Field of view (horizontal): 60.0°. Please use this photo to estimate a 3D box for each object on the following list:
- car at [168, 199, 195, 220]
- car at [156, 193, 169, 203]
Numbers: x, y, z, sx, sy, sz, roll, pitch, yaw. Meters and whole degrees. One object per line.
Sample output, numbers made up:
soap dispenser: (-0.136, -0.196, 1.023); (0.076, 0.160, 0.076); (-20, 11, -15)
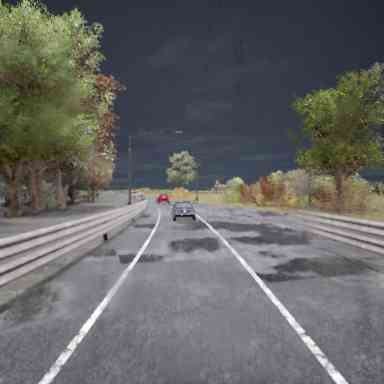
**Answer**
car: (-0.788, 1.564, 28.450); (2.033, 1.411, 5.357); (0, 0, -5)
car: (-6.022, 1.205, 67.763); (2.150, 2.045, 5.566); (0, 0, -11)
